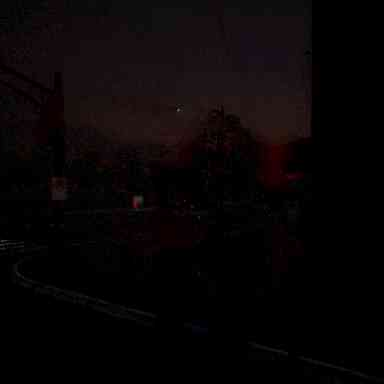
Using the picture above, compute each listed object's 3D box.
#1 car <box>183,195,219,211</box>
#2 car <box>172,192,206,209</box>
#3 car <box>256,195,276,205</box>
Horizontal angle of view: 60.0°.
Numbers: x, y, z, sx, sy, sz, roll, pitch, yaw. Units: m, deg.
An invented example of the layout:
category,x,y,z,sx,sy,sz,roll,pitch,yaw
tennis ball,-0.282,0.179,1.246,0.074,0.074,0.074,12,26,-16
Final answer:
category,x,y,z,sx,sy,sz,roll,pitch,yaw
car,1.431,1.381,38.095,1.812,1.442,4.674,1,1,36
car,-0.127,1.039,41.480,2.150,2.045,5.566,1,1,36
car,11.541,1.229,51.889,1.994,1.385,4.181,1,1,36
